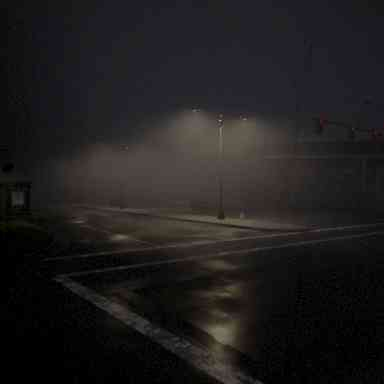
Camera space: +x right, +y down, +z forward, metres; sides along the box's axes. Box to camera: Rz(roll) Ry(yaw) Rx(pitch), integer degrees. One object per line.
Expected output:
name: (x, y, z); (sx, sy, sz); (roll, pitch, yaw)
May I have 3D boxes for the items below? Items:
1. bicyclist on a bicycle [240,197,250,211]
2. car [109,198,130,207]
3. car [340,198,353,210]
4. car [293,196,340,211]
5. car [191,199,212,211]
bicyclist on a bicycle: (6.271, 1.430, 39.743); (1.656, 1.620, 0.582); (-6, -7, -37)
car: (-11.145, 1.564, 50.702); (1.994, 1.385, 4.181); (0, 0, -35)
car: (18.112, 1.456, 42.034); (1.970, 1.475, 3.806); (0, 0, -35)
car: (13.850, 1.295, 38.107); (2.242, 1.667, 4.611); (0, 0, -35)
car: (1.089, 1.564, 41.948); (1.994, 1.385, 4.181); (0, 0, -12)
